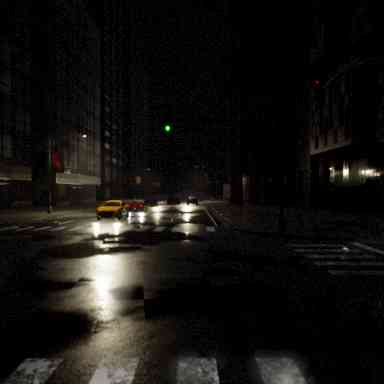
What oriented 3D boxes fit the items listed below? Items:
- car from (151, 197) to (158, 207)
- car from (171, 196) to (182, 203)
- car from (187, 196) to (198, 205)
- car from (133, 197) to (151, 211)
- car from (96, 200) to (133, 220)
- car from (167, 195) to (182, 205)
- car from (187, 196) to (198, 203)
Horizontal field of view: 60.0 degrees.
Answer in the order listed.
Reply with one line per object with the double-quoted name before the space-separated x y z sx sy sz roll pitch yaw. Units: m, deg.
"car" -6.512 1.477 52.500 1.882 1.535 5.008 0 1 0
"car" -3.162 1.563 67.489 1.994 1.385 4.181 0 0 0
"car" 0.074 1.490 57.064 2.128 1.511 4.902 0 0 0
"car" -6.540 1.599 40.176 1.895 1.301 4.718 0 0 0
"car" -6.553 1.475 27.952 1.882 1.535 5.008 0 0 0
"car" -3.175 1.351 57.421 2.097 1.767 4.553 0 0 0
"car" 0.089 1.563 67.484 1.994 1.385 4.181 0 0 0
